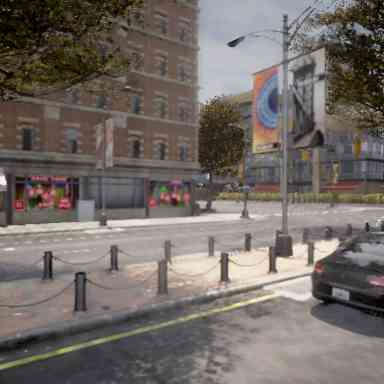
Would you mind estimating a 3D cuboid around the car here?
[{"bbox_3d":[4.395,1.561,6.937,4.674,1.442,1.812,0,0,-35],"label":"car"}]
